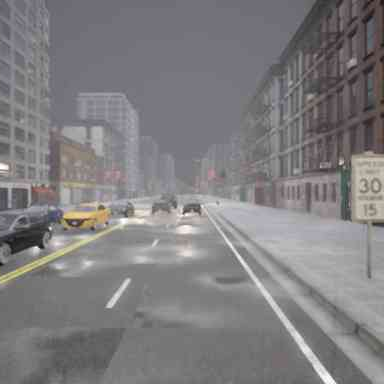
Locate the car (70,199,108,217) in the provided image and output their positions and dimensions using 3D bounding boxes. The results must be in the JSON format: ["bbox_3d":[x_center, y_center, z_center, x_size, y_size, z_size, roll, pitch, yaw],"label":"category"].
[{"bbox_3d":[-9.797,1.494,32.015,2.128,1.511,4.902,0,0,0],"label":"car"}]

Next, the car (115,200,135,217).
[{"bbox_3d":[-6.553,1.528,30.991,1.812,1.442,4.674,0,0,1],"label":"car"}]

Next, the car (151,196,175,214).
[{"bbox_3d":[-3.137,1.507,34.919,1.837,1.490,4.892,0,0,0],"label":"car"}]

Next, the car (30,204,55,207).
[{"bbox_3d":[-9.823,1.529,21.717,1.812,1.442,4.674,0,0,0],"label":"car"}]

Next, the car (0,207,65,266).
[{"bbox_3d":[-6.578,1.494,11.636,2.128,1.511,4.902,0,0,0],"label":"car"}]

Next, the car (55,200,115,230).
[{"bbox_3d":[-6.571,1.481,21.139,1.882,1.535,5.008,0,0,0],"label":"car"}]

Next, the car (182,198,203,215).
[{"bbox_3d":[0.018,1.508,33.644,1.837,1.490,4.892,0,0,0],"label":"car"}]

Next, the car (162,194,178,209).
[{"bbox_3d":[-3.142,1.224,46.317,2.150,2.045,5.566,0,0,0],"label":"car"}]

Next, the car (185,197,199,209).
[{"bbox_3d":[0.052,1.525,46.574,1.812,1.442,4.674,0,0,1],"label":"car"}]
